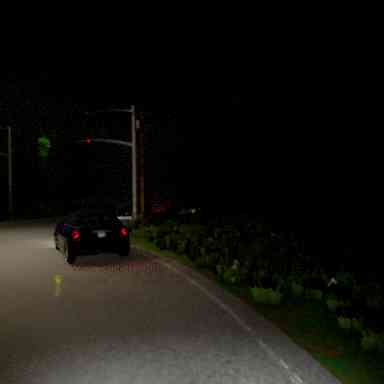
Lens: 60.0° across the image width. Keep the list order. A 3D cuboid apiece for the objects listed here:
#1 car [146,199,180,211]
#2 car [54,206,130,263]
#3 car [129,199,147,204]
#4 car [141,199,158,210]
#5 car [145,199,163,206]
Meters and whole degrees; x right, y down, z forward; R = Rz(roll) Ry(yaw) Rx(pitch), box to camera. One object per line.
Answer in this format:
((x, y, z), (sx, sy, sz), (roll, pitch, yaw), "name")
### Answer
((-2.649, 1.652, 34.535), (1.882, 1.535, 5.008), (0, 0, 16), "car")
((-4.009, 1.462, 12.893), (2.097, 1.767, 4.553), (-1, 0, -29), "car")
((-5.981, 1.765, 35.768), (2.033, 1.411, 5.357), (-1, 0, 13), "car")
((-6.440, 1.800, 50.005), (1.837, 1.490, 4.892), (0, -1, -16), "car")
((-7.225, 1.965, 62.452), (1.895, 1.301, 4.718), (0, 0, -25), "car")
